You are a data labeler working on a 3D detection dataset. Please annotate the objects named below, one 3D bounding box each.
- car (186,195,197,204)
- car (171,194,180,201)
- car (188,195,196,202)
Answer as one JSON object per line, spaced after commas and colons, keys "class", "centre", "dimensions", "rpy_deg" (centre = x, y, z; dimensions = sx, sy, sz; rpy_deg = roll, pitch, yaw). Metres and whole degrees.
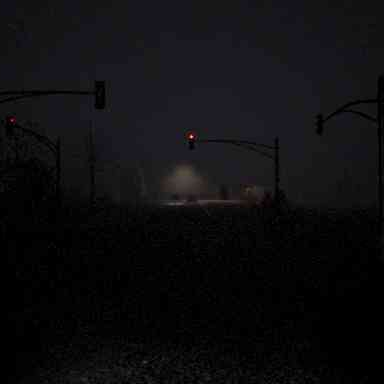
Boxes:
{"class": "car", "centre": [-0.064, 1.424, 68.028], "dimensions": [2.097, 1.767, 4.553], "rpy_deg": [0, 0, 0]}
{"class": "car", "centre": [-3.569, 1.195, 72.230], "dimensions": [1.837, 1.490, 4.892], "rpy_deg": [0, 0, 0]}
{"class": "car", "centre": [-0.074, 1.426, 78.064], "dimensions": [1.837, 1.490, 4.892], "rpy_deg": [0, 0, 0]}
